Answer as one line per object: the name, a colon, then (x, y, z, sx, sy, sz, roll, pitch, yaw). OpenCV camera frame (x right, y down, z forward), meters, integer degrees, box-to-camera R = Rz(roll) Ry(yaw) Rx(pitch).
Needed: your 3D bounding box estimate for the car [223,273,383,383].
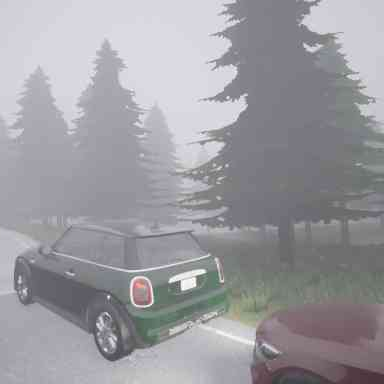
car: (2.751, 1.531, 2.594, 4.674, 1.442, 1.812, 1, 0, 36)

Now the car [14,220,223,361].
car: (-1.578, 1.308, 6.216, 4.553, 1.767, 2.097, 1, 1, 44)
